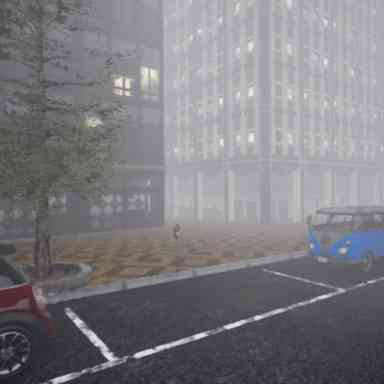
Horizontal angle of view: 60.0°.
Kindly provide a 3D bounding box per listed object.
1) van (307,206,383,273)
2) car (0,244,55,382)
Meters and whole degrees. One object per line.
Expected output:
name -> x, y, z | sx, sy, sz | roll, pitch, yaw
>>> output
van -> 5.289, 1.332, 10.341 | 3.998, 1.788, 1.690 | 0, -1, -35
car -> -3.898, 1.441, 3.791 | 4.097, 1.590, 1.967 | 0, -1, -35
